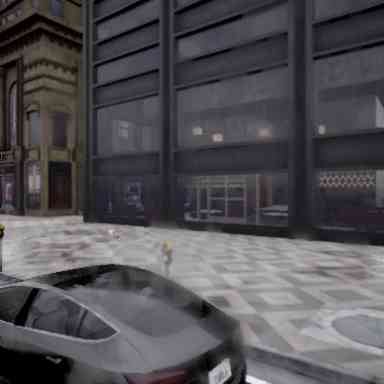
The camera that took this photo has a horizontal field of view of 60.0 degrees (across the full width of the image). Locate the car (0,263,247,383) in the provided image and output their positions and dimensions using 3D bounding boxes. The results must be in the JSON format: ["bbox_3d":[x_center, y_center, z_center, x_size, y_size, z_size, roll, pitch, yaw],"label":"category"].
[{"bbox_3d":[-1.457,1.568,4.001,4.313,1.339,1.947,0,0,35],"label":"car"}]
